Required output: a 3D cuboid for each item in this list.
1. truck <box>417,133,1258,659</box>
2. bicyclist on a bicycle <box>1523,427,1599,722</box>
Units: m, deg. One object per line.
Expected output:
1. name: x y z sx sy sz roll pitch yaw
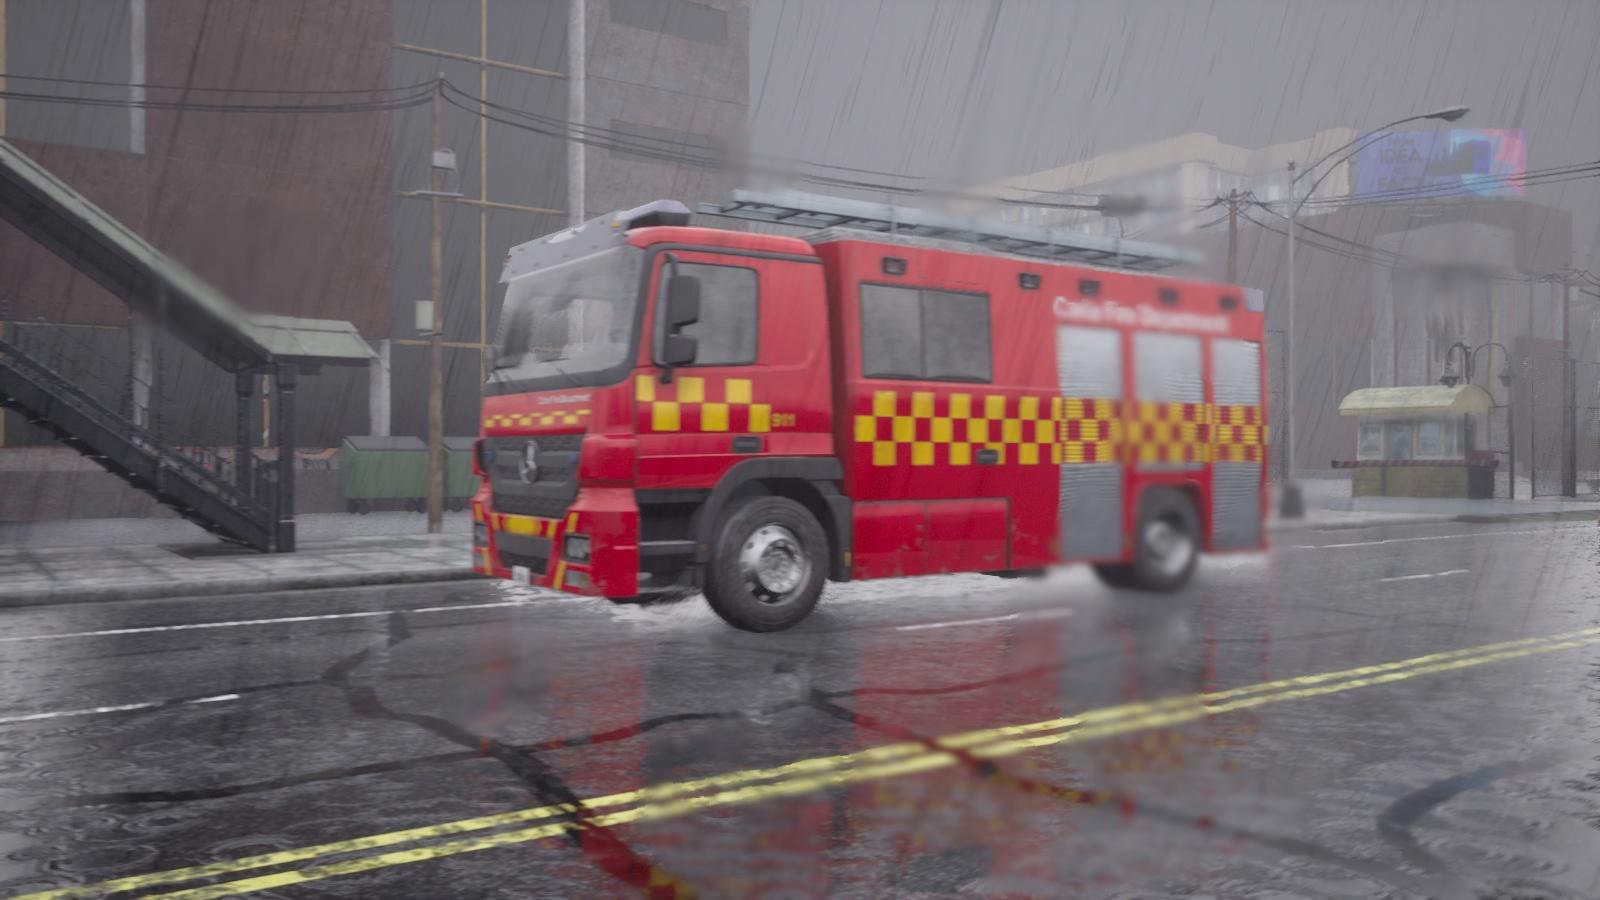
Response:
1. truck: 0.790 -0.391 12.740 8.468 3.827 2.891 0 0 -35
2. bicyclist on a bicycle: 5.015 0.689 7.258 1.509 1.612 0.866 1 -1 -34
